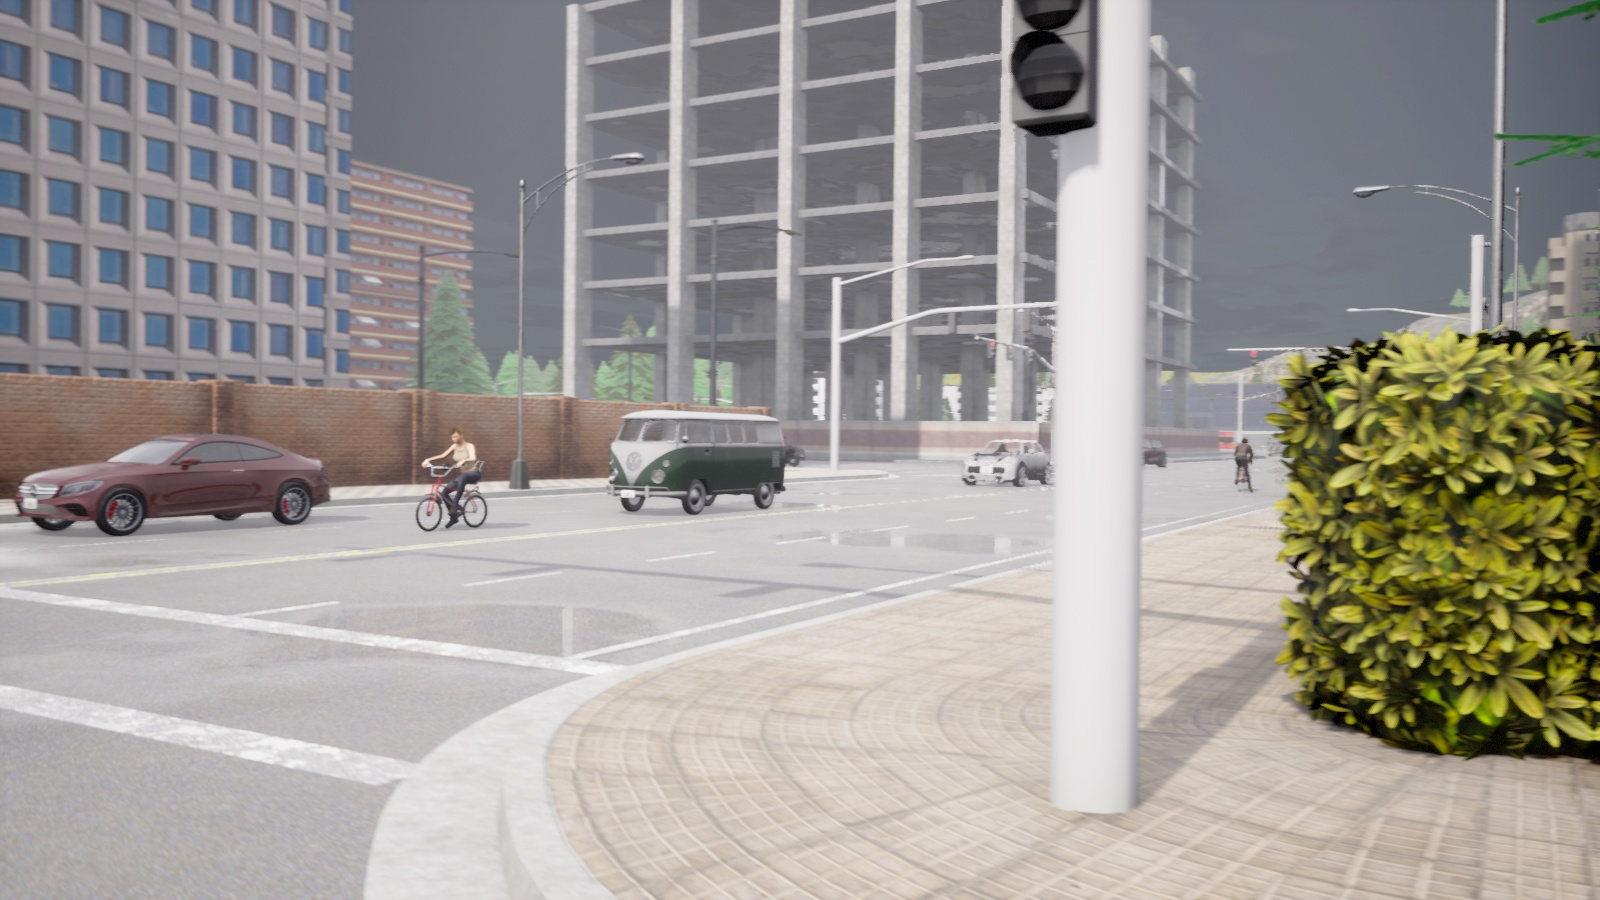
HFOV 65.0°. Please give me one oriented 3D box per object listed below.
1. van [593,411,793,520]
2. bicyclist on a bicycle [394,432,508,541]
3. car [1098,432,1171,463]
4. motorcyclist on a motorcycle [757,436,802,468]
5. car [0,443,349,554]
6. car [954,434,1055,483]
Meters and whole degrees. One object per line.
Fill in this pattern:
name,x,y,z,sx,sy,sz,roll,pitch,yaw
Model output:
van,-2.027,0.257,25.233,1.775,1.987,4.442,0,1,30
bicyclist on a bicycle,-5.365,0.526,19.386,0.866,1.612,1.509,0,1,30
car,18.400,-0.183,69.016,2.033,1.649,4.856,1,1,40
motorcyclist on a motorcycle,-0.981,0.075,60.404,2.044,1.523,0.797,0,1,30
car,-9.452,0.639,19.300,1.812,1.442,4.674,0,1,30
car,6.632,0.247,40.368,1.970,1.475,3.806,0,1,30
